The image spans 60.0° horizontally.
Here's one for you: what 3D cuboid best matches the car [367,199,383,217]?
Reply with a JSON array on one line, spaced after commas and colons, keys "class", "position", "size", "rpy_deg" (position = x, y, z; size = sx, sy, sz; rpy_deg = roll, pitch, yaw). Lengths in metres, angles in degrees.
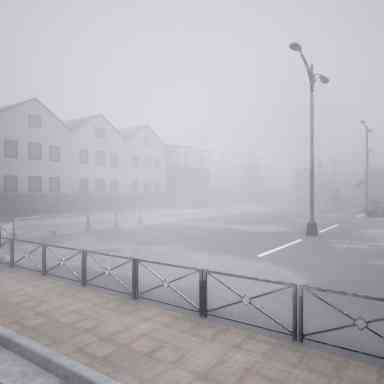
[{"class": "car", "position": [15.385, 1.298, 26.832], "size": [2.007, 1.523, 4.514], "rpy_deg": [0, 0, 35]}]
